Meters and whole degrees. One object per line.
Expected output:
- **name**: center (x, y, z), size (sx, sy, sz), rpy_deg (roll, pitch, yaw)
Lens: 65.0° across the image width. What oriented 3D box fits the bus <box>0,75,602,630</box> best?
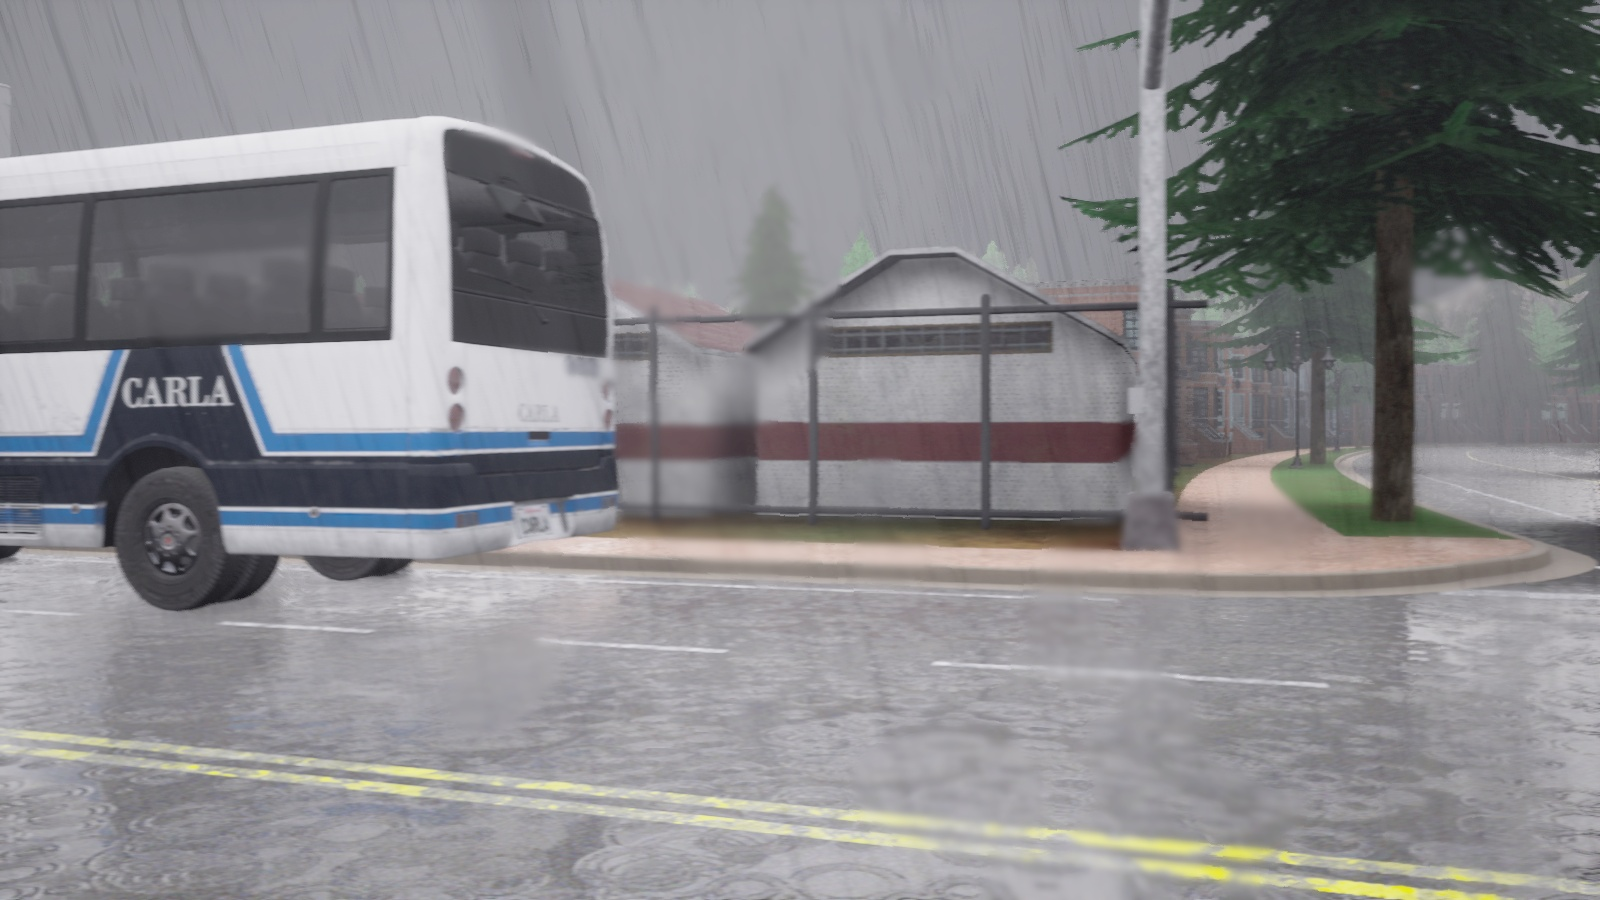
- **bus**: center (-7.608, -0.789, 13.116), size (10.273, 4.253, 3.944), rpy_deg (0, 1, 18)
